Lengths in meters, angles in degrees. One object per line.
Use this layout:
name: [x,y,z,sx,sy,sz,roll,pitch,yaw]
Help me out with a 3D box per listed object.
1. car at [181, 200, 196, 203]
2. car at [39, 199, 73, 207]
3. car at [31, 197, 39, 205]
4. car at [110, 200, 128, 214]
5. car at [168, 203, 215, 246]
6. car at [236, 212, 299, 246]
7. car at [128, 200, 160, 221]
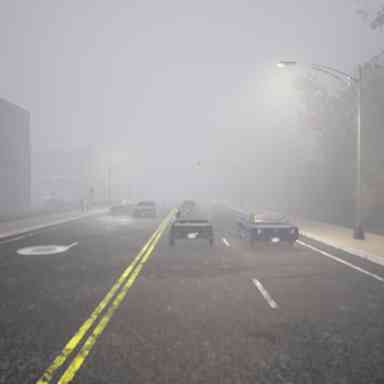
car: [-0.307,1.451,31.754,1.812,1.442,4.674,0,0,-1]
car: [-20.688,1.699,51.510,4.313,1.339,1.947,-1,1,-1]
car: [-29.159,1.677,59.884,4.403,1.369,2.008,-1,1,-1]
car: [-7.021,1.522,33.979,1.895,1.301,4.718,0,0,-1]
car: [-0.042,1.454,15.028,2.128,1.511,4.902,0,0,-1]
car: [3.209,1.564,15.139,1.895,1.301,4.718,0,0,-1]
car: [-3.677,1.414,27.166,1.882,1.535,5.008,0,0,-1]
